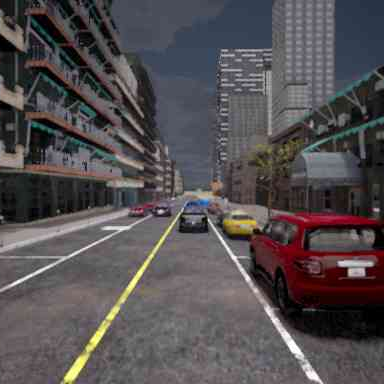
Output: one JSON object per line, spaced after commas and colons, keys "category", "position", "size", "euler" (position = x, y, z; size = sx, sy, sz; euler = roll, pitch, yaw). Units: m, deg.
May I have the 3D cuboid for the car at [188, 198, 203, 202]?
{"category": "car", "position": [0.095, 1.869, 42.358], "size": [1.882, 1.535, 5.008], "euler": [0, -1, 0]}

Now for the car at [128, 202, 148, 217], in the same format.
{"category": "car", "position": [-5.705, 1.913, 35.565], "size": [1.802, 1.307, 4.206], "euler": [-1, -1, 0]}

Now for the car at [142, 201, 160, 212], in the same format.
{"category": "car", "position": [-5.705, 1.975, 46.725], "size": [1.887, 1.381, 4.507], "euler": [-1, -1, 0]}

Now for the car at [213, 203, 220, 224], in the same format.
{"category": "car", "position": [2.680, 1.781, 24.451], "size": [2.008, 1.369, 4.403], "euler": [-1, -1, 0]}

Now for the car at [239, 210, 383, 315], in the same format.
{"category": "car", "position": [2.639, 1.389, 7.715], "size": [2.192, 1.841, 5.009], "euler": [-1, -1, 0]}

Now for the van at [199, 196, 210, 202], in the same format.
{"category": "van", "position": [2.670, 1.919, 63.511], "size": [1.690, 1.788, 3.998], "euler": [-1, 0, 0]}

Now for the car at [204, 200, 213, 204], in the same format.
{"category": "car", "position": [2.675, 1.964, 41.190], "size": [1.802, 1.307, 4.206], "euler": [-1, -1, 0]}

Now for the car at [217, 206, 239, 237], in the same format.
{"category": "car", "position": [2.666, 1.705, 19.043], "size": [1.752, 1.417, 4.829], "euler": [-1, -1, 0]}

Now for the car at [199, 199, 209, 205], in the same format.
{"category": "car", "position": [2.674, 2.219, 74.670], "size": [1.887, 1.381, 4.507], "euler": [-1, 0, 0]}

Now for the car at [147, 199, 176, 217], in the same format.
{"category": "car", "position": [-3.091, 1.819, 35.153], "size": [2.128, 1.511, 4.902], "euler": [0, -1, 0]}

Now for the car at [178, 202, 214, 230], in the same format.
{"category": "car", "position": [0.093, 1.705, 22.627], "size": [2.128, 1.511, 4.902], "euler": [0, 0, 0]}

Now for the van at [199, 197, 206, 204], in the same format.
{"category": "van", "position": [2.669, 2.109, 85.832], "size": [1.690, 1.788, 3.998], "euler": [-1, 0, 0]}
